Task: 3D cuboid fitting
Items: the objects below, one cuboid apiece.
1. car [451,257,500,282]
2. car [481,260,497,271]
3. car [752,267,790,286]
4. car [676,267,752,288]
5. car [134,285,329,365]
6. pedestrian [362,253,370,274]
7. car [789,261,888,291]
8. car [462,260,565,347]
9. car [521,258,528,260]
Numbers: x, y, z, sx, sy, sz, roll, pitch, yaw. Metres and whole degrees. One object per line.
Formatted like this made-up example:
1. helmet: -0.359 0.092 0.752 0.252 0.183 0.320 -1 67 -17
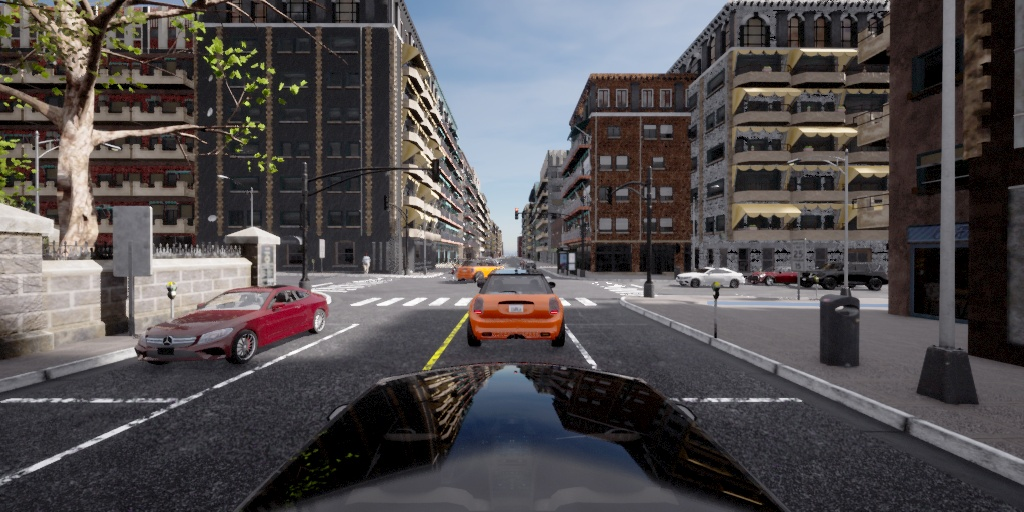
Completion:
1. car: -2.213 1.100 28.291 2.097 1.767 4.553 0 0 39
2. car: -3.171 1.312 49.978 1.994 1.385 4.181 0 0 0
3. car: 21.334 1.570 28.889 4.097 1.591 1.967 0 0 -1
4. car: 14.474 1.549 26.234 4.674 1.442 1.812 1 0 -2
5. car: -5.700 1.331 7.995 1.802 1.307 4.207 0 0 0
6. pedestrian: -12.764 0.651 31.386 0.375 1.860 0.375 0 -1 -1
7. car: 24.216 1.417 26.364 5.566 2.045 2.150 1 0 -1
8. car: 0.113 1.101 9.507 2.097 1.767 4.553 0 0 1
9. car: 2.605 1.298 51.692 2.007 1.370 4.403 0 0 0
